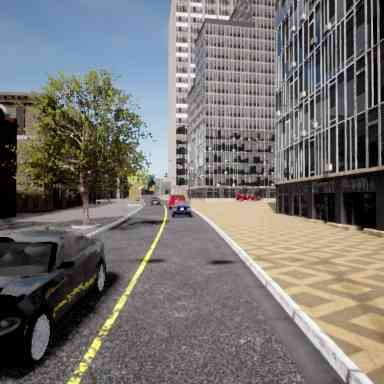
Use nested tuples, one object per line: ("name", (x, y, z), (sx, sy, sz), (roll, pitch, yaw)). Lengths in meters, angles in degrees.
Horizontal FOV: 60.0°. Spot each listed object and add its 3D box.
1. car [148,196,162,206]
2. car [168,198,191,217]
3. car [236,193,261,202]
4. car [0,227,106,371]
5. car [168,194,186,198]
("car", (-6.070, 1.511, 55.077), (1.837, 1.490, 4.892), (0, -1, -6))
("car", (-1.046, 1.555, 31.790), (2.033, 1.411, 5.357), (0, 0, -4))
("car", (11.589, 1.213, 68.747), (5.009, 1.841, 2.192), (0, -1, 13))
("car", (-2.935, 1.479, 5.963), (1.882, 1.535, 5.008), (0, 0, -1))
("car", (-1.912, 1.230, 42.807), (2.150, 2.045, 5.566), (0, 0, -5))
